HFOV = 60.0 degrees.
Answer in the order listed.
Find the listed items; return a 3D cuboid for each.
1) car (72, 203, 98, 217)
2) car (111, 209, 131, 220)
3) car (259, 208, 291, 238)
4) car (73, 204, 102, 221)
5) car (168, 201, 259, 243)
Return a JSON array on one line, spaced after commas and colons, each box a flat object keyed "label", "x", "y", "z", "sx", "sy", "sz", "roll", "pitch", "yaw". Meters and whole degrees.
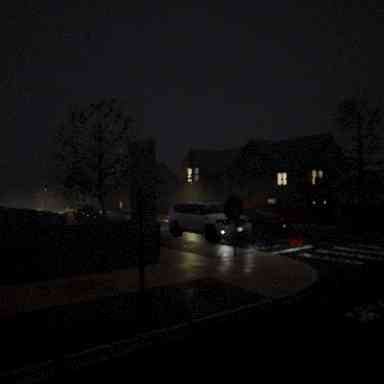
[{"label": "car", "x": -14.368, "y": 2.328, "z": 44.489, "sx": 2.097, "sy": 1.767, "sz": 4.553, "roll": -1, "pitch": -1, "yaw": -35}, {"label": "car", "x": -4.939, "y": 2.070, "z": 26.372, "sx": 1.812, "sy": 1.442, "sz": 4.674, "roll": -1, "pitch": -1, "yaw": -35}, {"label": "car", "x": 3.493, "y": 1.731, "z": 19.797, "sx": 1.882, "sy": 1.535, "sz": 5.008, "roll": -1, "pitch": -1, "yaw": -36}, {"label": "car", "x": -10.940, "y": 2.294, "z": 34.752, "sx": 1.837, "sy": 1.490, "sz": 4.892, "roll": -1, "pitch": -1, "yaw": -36}, {"label": "car", "x": 0.748, "y": 1.535, "z": 18.452, "sx": 2.150, "sy": 2.045, "sz": 5.566, "roll": -1, "pitch": -1, "yaw": -36}]
